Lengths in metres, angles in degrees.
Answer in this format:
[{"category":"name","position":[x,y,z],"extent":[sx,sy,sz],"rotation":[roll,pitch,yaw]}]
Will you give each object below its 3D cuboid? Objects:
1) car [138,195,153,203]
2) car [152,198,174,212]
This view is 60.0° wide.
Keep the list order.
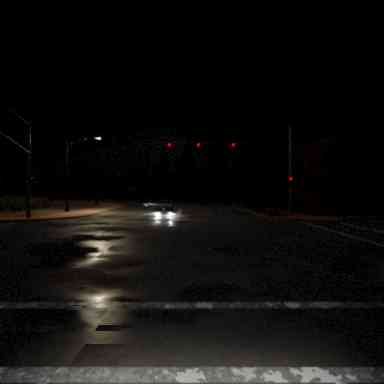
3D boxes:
[{"category":"car","position":[-8.774,1.351,63.226],"extent":[1.994,1.385,4.181],"rotation":[0,0,-32]},{"category":"car","position":[-3.114,1.556,38.456],"extent":[1.895,1.301,4.718],"rotation":[0,0,0]}]
